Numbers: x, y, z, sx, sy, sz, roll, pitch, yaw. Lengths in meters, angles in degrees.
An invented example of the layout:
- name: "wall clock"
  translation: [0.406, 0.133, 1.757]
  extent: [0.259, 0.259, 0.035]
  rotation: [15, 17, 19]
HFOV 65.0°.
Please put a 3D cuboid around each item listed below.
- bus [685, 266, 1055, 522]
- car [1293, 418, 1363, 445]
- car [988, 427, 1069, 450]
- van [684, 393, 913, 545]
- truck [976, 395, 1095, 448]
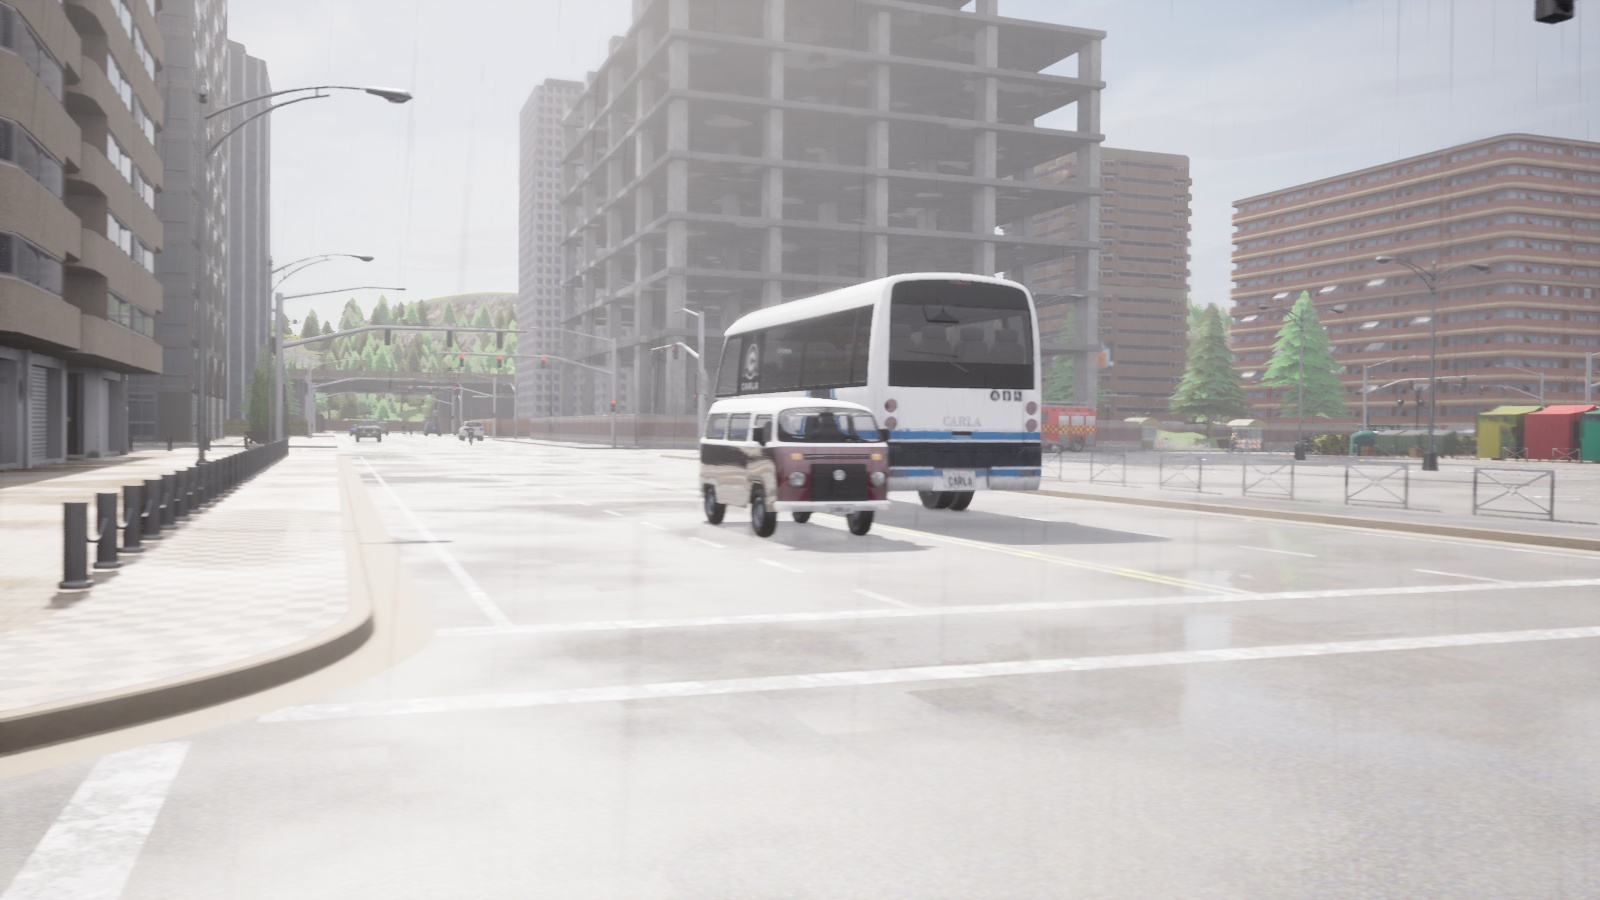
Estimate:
- name: "bus"
  translation: [0.872, -1.018, 26.401]
  extent: [3.944, 4.253, 10.273]
  rotation: [-1, 1, -20]
- name: "car"
  translation: [38.163, -1.330, 90.731]
  extent: [4.605, 1.855, 1.932]
  rotation: [-1, 1, -21]
- name: "car"
  translation: [14.989, -0.762, 82.513]
  extent: [4.792, 1.488, 2.163]
  rotation: [-1, 1, -5]
- name: "van"
  translation: [-0.186, 0.210, 19.267]
  extent: [2.069, 2.038, 4.480]
  rotation: [-1, 1, -20]
- name: "truck"
  translation: [17.714, -2.147, 94.244]
  extent: [8.468, 3.827, 2.891]
  rotation: [-1, 1, -21]
